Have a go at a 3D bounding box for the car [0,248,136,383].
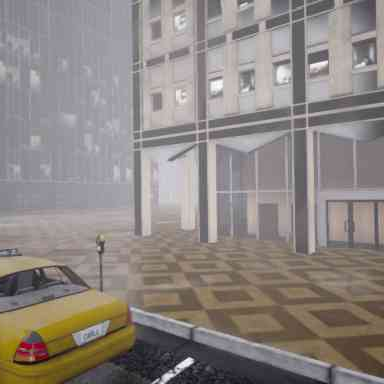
[{"bbox_3d":[-2.988,1.528,5.021,4.829,1.417,1.752,0,-1,36],"label":"car"}]
